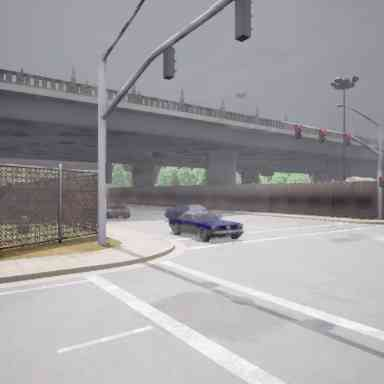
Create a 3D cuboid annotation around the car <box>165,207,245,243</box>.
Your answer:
[{"bbox_3d":[0.585,1.651,16.686,1.895,1.301,4.718,0,0,-28],"label":"car"}]

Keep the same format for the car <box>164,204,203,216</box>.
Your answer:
[{"bbox_3d":[-0.032,1.603,24.472,2.033,1.411,5.357,0,0,-36],"label":"car"}]

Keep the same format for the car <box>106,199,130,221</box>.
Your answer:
[{"bbox_3d":[-6.955,1.407,28.144,2.097,1.767,4.553,0,0,-36],"label":"car"}]

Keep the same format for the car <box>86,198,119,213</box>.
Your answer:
[{"bbox_3d":[-10.688,1.547,39.404,2.128,1.511,4.902,0,0,-35],"label":"car"}]
